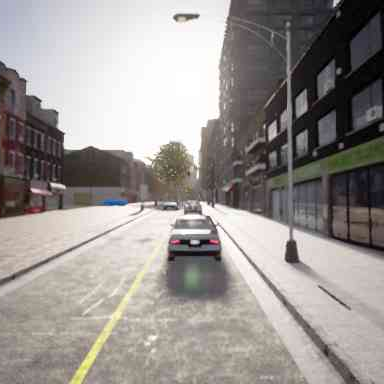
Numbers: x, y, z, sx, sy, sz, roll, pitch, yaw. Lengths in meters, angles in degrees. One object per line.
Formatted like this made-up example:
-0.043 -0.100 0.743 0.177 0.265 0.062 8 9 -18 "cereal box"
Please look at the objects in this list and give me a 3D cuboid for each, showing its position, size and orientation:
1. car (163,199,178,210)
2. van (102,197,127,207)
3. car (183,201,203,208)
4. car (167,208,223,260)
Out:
-2.773 1.667 44.156 2.033 1.411 5.357 0 0 0 "car"
-12.938 1.730 56.051 3.998 1.788 1.690 0 -3 0 "van"
0.094 1.597 33.671 2.033 1.411 5.357 0 0 0 "car"
0.095 1.559 12.506 2.033 1.411 5.357 0 0 0 "car"
